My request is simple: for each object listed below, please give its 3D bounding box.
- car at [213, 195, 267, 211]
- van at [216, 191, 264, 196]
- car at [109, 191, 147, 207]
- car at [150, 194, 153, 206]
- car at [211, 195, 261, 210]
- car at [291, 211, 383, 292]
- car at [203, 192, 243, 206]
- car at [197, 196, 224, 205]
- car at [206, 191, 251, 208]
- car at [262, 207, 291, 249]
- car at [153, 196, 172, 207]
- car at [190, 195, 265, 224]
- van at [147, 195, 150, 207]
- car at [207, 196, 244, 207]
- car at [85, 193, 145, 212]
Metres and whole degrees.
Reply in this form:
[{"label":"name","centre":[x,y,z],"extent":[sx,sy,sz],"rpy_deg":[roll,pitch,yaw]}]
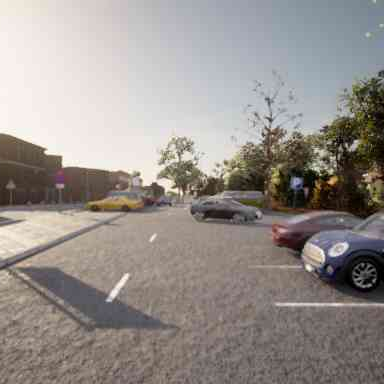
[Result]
[{"label":"car","centre":[4.931,1.163,34.898],"extent":[5.366,1.575,1.946],"rpy_deg":[0,0,-1]},{"label":"van","centre":[4.664,0.935,32.100],"extent":[4.442,1.987,1.878],"rpy_deg":[0,0,-1]},{"label":"car","centre":[-7.500,0.998,35.516],"extent":[4.553,1.767,2.185],"rpy_deg":[0,0,-1]},{"label":"car","centre":[-7.722,1.159,50.696],"extent":[4.553,1.767,2.185],"rpy_deg":[0,-1,-1]},{"label":"car","centre":[4.898,1.175,37.558],"extent":[5.366,1.575,1.946],"rpy_deg":[0,0,-1]},{"label":"car","centre":[5.091,1.259,8.138],"extent":[4.553,1.767,2.185],"rpy_deg":[0,1,0]},{"label":"car","centre":[4.522,1.046,48.736],"extent":[5.566,2.045,2.435],"rpy_deg":[0,-1,-1]},{"label":"car","centre":[3.296,1.526,59.448],"extent":[4.892,1.490,1.837],"rpy_deg":[2,-5,-41]},{"label":"car","centre":[4.614,0.970,43.275],"extent":[5.566,2.045,2.435],"rpy_deg":[0,-1,-1]},{"label":"car","centre":[5.006,1.378,11.310],"extent":[4.674,1.452,2.002],"rpy_deg":[0,1,-1]},{"label":"car","centre":[-3.792,1.302,45.201],"extent":[1.994,1.385,4.181],"rpy_deg":[0,-1,0]},{"label":"car","centre":[2.119,1.204,21.822],"extent":[4.902,1.511,2.128],"rpy_deg":[1,1,35]},{"label":"van","centre":[-7.452,0.916,38.555],"extent":[4.442,1.987,1.878],"rpy_deg":[0,0,-1]},{"label":"car","centre":[4.588,1.260,46.064],"extent":[4.892,1.521,2.231],"rpy_deg":[0,-1,-1]},{"label":"car","centre":[-7.680,1.114,32.595],"extent":[5.366,1.575,1.946],"rpy_deg":[0,0,-1]}]
